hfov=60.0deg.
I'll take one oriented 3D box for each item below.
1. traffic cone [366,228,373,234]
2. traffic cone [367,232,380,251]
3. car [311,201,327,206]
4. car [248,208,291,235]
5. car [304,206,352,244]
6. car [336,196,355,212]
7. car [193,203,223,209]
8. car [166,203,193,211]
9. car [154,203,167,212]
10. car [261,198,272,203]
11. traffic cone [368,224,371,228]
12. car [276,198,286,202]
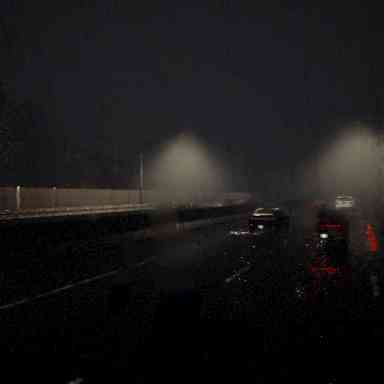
[{"bbox_3d":[8.270,2.065,15.266,0.340,0.580,0.340,-1,-1,26],"label":"traffic cone"},{"bbox_3d":[7.386,2.050,13.472,0.340,0.580,0.340,-1,-1,26],"label":"traffic cone"},{"bbox_3d":[18.134,1.958,47.562,2.128,1.511,4.902,-1,-1,26],"label":"car"},{"bbox_3d":[4.907,1.727,20.706,2.128,1.511,4.902,-1,-1,26],"label":"car"},{"bbox_3d":[6.840,1.655,16.710,1.837,1.490,4.892,-1,-1,26],"label":"car"},{"bbox_3d":[20.476,1.608,44.410,2.150,2.045,5.566,-1,-1,26],"label":"car"},{"bbox_3d":[2.412,2.048,39.826,2.128,1.511,4.902,-1,-1,26],"label":"car"},{"bbox_3d":[-0.810,2.126,41.197,1.837,1.490,4.892,-1,-1,26],"label":"car"},{"bbox_3d":[-3.157,2.207,44.344,1.837,1.490,4.892,-1,-1,26],"label":"car"},{"bbox_3d":[17.569,2.054,78.337,2.097,1.767,4.553,-1,-1,26],"label":"car"},{"bbox_3d":[9.153,2.079,17.060,0.340,0.580,0.340,-1,-1,26],"label":"traffic cone"},{"bbox_3d":[20.515,2.190,76.389,1.812,1.442,4.674,-1,-1,26],"label":"car"}]
